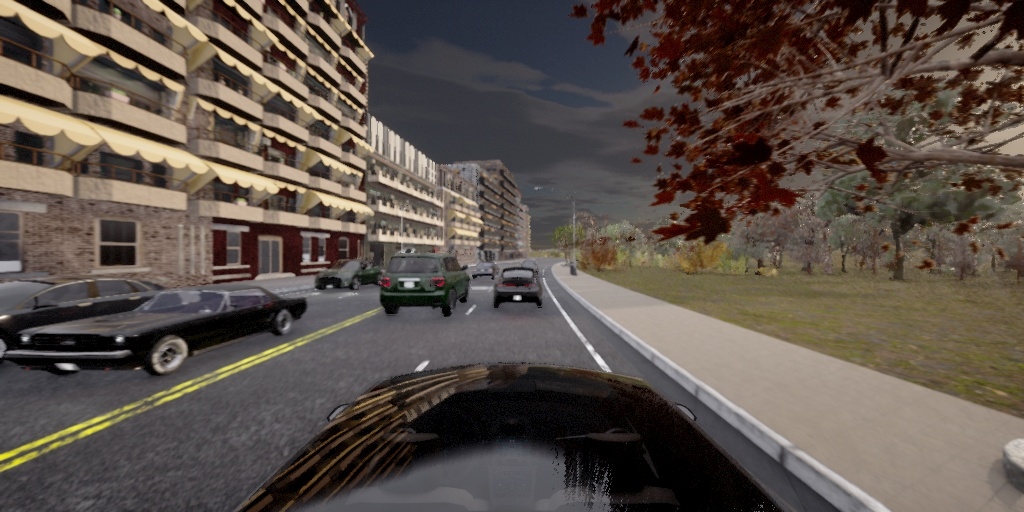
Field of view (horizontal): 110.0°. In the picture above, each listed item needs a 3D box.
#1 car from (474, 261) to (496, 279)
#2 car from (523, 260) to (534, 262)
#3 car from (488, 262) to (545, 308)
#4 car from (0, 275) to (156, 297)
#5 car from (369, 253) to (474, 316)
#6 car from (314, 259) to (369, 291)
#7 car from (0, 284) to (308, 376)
[{"bbox_3d":[-2.124,1.160,30.489,2.033,1.411,5.357,0,0,4],"label":"car"},{"bbox_3d":[1.832,1.153,38.941,1.994,1.385,4.181,0,0,5],"label":"car"},{"bbox_3d":[0.289,1.188,14.885,1.837,1.490,4.892,0,1,2],"label":"car"},{"bbox_3d":[-9.741,1.204,7.515,1.837,1.490,4.892,0,0,1],"label":"car"},{"bbox_3d":[-2.945,0.908,13.219,2.150,2.045,5.566,0,1,2],"label":"car"},{"bbox_3d":[-9.326,0.988,20.797,2.097,1.767,4.553,0,0,3],"label":"car"},{"bbox_3d":[-6.493,1.306,7.472,1.895,1.301,4.718,0,0,1],"label":"car"}]
